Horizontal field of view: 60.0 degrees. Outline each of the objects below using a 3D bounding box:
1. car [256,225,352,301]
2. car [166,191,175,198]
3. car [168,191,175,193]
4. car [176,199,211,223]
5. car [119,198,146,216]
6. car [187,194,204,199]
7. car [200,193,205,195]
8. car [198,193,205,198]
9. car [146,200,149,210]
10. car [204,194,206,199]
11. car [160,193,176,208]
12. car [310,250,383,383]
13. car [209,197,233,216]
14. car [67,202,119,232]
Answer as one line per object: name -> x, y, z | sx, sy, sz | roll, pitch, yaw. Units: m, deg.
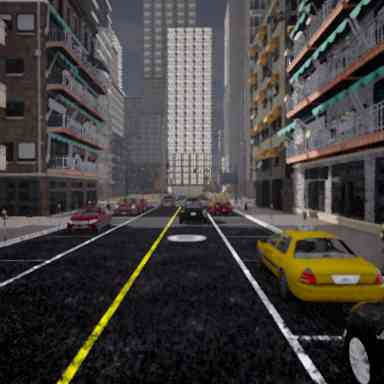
car -> 2.680, 1.474, 8.110 | 1.752, 1.417, 4.829 | -1, 0, 0
car -> -5.719, 0.767, 90.163 | 2.192, 1.841, 5.009 | -1, 0, 0
car -> -5.716, 1.030, 84.605 | 1.887, 1.381, 4.507 | -1, 0, 0
car -> 0.094, 1.412, 23.935 | 1.994, 1.385, 4.181 | 0, 0, 0
car -> -5.706, 1.253, 30.045 | 1.967, 1.590, 4.097 | -1, 0, 0
car -> 0.091, 1.265, 38.726 | 1.837, 1.490, 4.892 | 0, 0, 0
car -> 2.663, 0.925, 84.605 | 1.967, 1.590, 4.097 | -1, 0, 0
car -> 2.663, 0.976, 90.335 | 1.752, 1.417, 4.829 | -1, 0, 0
car -> -5.706, 1.324, 35.569 | 1.887, 1.381, 4.507 | -1, 0, 0
car -> 2.673, 1.270, 41.250 | 1.752, 1.417, 4.829 | -1, 0, 0
car -> -3.009, 1.178, 42.813 | 1.812, 1.442, 4.674 | 0, 0, 0
car -> 2.682, 1.535, 2.417 | 2.008, 1.369, 4.403 | -1, 0, 0
car -> 2.676, 1.358, 30.034 | 1.887, 1.381, 4.507 | -1, 0, 0
car -> -5.702, 1.463, 18.999 | 1.802, 1.307, 4.206 | -1, 0, 0
